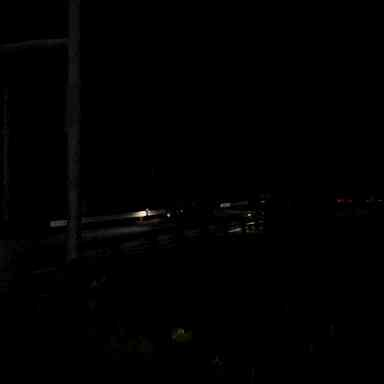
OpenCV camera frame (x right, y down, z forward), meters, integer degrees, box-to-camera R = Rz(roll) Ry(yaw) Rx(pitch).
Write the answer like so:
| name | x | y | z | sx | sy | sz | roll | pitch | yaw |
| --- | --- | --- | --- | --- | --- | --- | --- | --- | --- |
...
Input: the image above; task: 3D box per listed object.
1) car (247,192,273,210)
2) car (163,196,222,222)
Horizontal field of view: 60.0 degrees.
| name | x | y | z | sx | sy | sz | roll | pitch | yaw |
| --- | --- | --- | --- | --- | --- | --- | --- | --- | --- |
| car | 6.993 | 0.779 | 30.623 | 1.882 | 1.535 | 5.008 | 0 | 1 | 42 |
| car | 0.117 | 1.091 | 22.924 | 2.128 | 1.511 | 4.902 | 0 | 3 | 41 |
